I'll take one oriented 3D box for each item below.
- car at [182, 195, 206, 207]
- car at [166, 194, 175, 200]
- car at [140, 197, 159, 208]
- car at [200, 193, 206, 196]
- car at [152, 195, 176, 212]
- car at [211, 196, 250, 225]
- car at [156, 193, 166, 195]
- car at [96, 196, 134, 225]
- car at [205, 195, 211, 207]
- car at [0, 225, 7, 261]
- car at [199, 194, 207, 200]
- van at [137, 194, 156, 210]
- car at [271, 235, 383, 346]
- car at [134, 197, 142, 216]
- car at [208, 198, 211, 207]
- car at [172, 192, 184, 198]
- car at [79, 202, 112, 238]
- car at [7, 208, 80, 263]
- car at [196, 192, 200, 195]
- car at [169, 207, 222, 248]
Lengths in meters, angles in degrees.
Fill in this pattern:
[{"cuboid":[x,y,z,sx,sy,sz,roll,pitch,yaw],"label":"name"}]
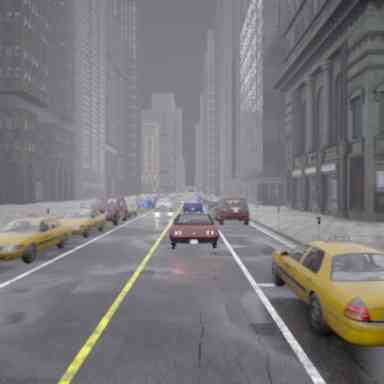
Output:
[{"cuboid":[0.078,1.390,32.795,1.882,1.535,5.008,0,0,0],"label":"car"},{"cuboid":[-5.814,1.348,90.933,2.008,1.369,4.403,0,0,0],"label":"car"},{"cuboid":[-5.790,1.434,45.807,2.008,1.369,4.403,0,0,0],"label":"car"},{"cuboid":[2.729,1.301,57.098,1.967,1.590,4.097,0,0,0],"label":"car"},{"cuboid":[-3.115,1.427,37.676,1.812,1.442,4.674,0,0,0],"label":"car"},{"cuboid":[2.747,1.251,23.256,2.192,1.841,5.009,0,0,0],"label":"car"},{"cuboid":[-5.794,1.187,51.447,2.192,1.841,5.009,0,0,0],"label":"car"},{"cuboid":[-5.778,1.251,23.244,2.192,1.841,5.009,0,0,0],"label":"car"},{"cuboid":[2.739,1.446,40.178,2.008,1.369,4.403,0,0,0],"label":"car"},{"cuboid":[-5.768,1.548,6.322,1.947,1.339,4.313,0,0,0],"label":"car"},{"cuboid":[2.714,1.352,85.302,1.887,1.381,4.507,0,0,0],"label":"car"},{"cuboid":[-5.787,1.237,40.166,1.690,1.788,3.998,0,0,0],"label":"van"},{"cuboid":[2.757,1.506,6.505,1.752,1.417,4.829,0,0,0],"label":"car"},{"cuboid":[-5.780,1.447,28.715,1.752,1.417,4.829,0,0,0],"label":"car"},{"cuboid":[2.745,1.472,28.897,2.008,1.369,4.403,0,0,0],"label":"car"},{"cuboid":[-3.042,0.791,78.466,2.097,1.767,4.553,0,0,0],"label":"car"},{"cuboid":[-5.774,1.476,17.434,1.752,1.417,4.829,0,0,0],"label":"car"},{"cuboid":[-5.771,1.492,11.793,1.752,1.417,4.829,0,0,0],"label":"car"},{"cuboid":[2.314,1.361,70.765,1.812,1.442,4.674,0,0,0],"label":"car"},{"cuboid":[0.086,1.559,14.644,1.895,1.301,4.718,0,0,0],"label":"car"}]
